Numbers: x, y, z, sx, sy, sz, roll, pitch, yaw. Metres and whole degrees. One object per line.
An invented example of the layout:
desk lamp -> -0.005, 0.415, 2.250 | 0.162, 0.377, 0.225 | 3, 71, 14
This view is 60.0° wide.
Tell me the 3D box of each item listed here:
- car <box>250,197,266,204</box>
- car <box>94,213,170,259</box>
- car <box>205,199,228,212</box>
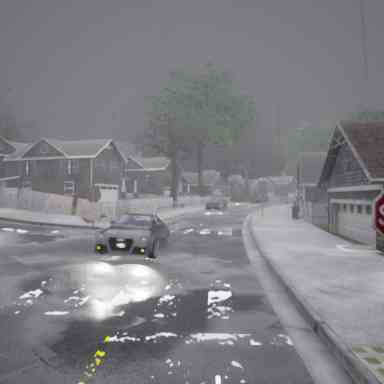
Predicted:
car -> 12.437, 1.641, 62.831 | 1.895, 1.301, 4.718 | 0, -1, 27
car -> -2.027, 1.495, 12.360 | 1.994, 1.385, 4.181 | 3, 0, 6
car -> 2.926, 1.496, 38.630 | 2.033, 1.411, 5.357 | 0, 0, 16
